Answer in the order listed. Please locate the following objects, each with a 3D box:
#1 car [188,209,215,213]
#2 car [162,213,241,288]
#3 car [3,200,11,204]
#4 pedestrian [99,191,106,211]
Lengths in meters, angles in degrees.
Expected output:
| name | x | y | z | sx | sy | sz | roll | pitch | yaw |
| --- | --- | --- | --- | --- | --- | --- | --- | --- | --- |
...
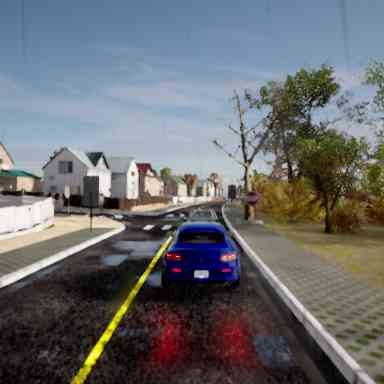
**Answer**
| name | x | y | z | sx | sy | sz | roll | pitch | yaw |
| --- | --- | --- | --- | --- | --- | --- | --- | --- | --- |
| car | 0.578 | 1.639 | 19.505 | 1.895 | 1.301 | 4.718 | 0 | 0 | 2 |
| car | 0.245 | 1.538 | 9.198 | 1.812 | 1.442 | 4.674 | 0 | 0 | 1 |
| car | -16.388 | 0.822 | 26.631 | 4.674 | 1.442 | 1.812 | 3 | 0 | 2 |
| pedestrian | -8.766 | 0.842 | 32.239 | 0.375 | 1.860 | 0.375 | 0 | -3 | 2 |
